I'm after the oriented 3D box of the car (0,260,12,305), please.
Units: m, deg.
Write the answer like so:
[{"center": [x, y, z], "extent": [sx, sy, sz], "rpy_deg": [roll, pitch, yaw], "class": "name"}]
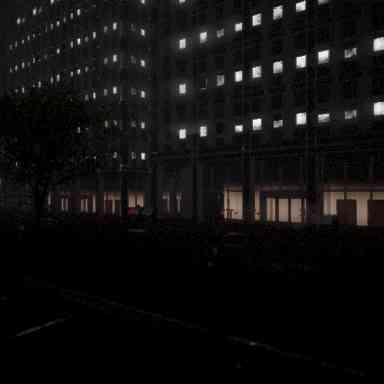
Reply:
[{"center": [-5.289, 1.549, 6.650], "extent": [4.403, 1.369, 2.008], "rpy_deg": [0, 0, 35], "class": "car"}]
